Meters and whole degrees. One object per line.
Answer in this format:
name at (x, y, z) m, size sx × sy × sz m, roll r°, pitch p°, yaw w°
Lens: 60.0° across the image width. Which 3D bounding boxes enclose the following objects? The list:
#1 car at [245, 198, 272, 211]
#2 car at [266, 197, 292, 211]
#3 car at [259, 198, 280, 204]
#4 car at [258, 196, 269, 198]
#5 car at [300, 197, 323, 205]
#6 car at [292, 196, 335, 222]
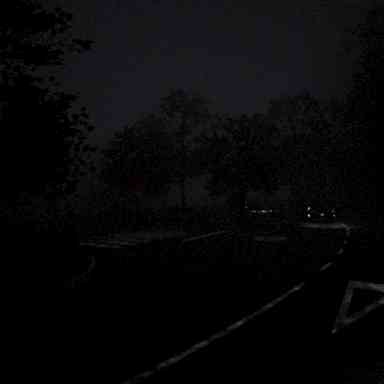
car at (9.254, 1.917, 47.122) m, size 1.994 × 1.385 × 4.181 m, roll 0°, pitch -1°, yaw -6°
car at (12.593, 1.811, 47.330) m, size 1.882 × 1.535 × 5.008 m, roll 0°, pitch -1°, yaw -6°
car at (20.887, 2.356, 89.286) m, size 5.008 × 1.535 × 2.097 m, roll -1°, pitch -1°, yaw 32°
car at (17.888, 2.062, 84.497) m, size 5.566 × 2.045 × 2.435 m, roll -1°, pitch -1°, yaw 32°
car at (27.100, 2.059, 75.558) m, size 4.553 × 1.767 × 2.185 m, roll -1°, pitch 0°, yaw 32°
car at (10.208, 1.353, 27.842) m, size 2.150 × 2.045 × 5.566 m, roll 0°, pitch 0°, yaw 8°
